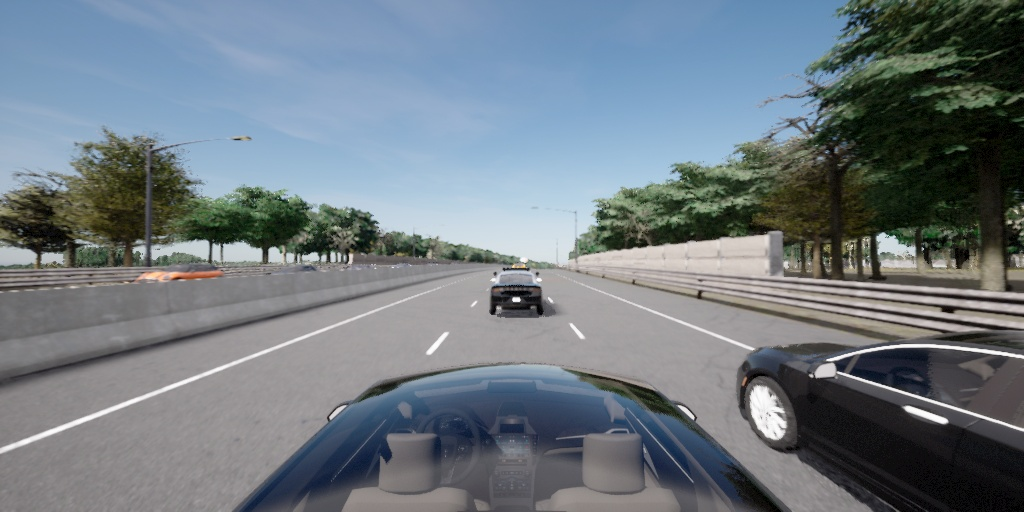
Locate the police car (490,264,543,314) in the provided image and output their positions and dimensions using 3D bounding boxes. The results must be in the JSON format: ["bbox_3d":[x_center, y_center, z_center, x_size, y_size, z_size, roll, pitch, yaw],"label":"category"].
[{"bbox_3d":[0.173,1.268,14.514,1.930,1.638,5.238,0,0,1],"label":"police car"}]

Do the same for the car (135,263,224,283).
[{"bbox_3d":[-20.888,1.261,22.820,2.097,1.767,4.553,1,-1,1],"label":"car"}]

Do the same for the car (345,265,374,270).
[{"bbox_3d":[-13.689,1.525,32.267,2.128,1.511,4.902,0,-1,2],"label":"car"}]

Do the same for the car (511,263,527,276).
[{"bbox_3d":[0.930,1.707,45.810,1.882,1.535,5.008,0,-1,2],"label":"car"}]

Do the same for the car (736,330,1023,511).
[{"bbox_3d":[3.603,1.263,2.327,1.837,1.490,4.892,0,0,0],"label":"car"}]

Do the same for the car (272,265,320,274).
[{"bbox_3d":[-17.277,1.494,28.793,1.837,1.490,4.892,0,-1,1],"label":"car"}]
